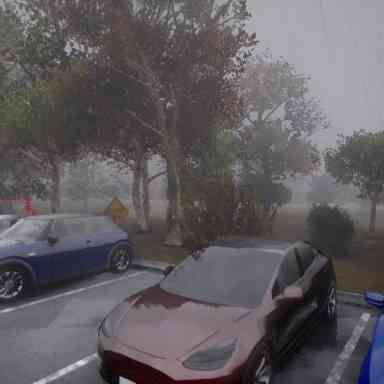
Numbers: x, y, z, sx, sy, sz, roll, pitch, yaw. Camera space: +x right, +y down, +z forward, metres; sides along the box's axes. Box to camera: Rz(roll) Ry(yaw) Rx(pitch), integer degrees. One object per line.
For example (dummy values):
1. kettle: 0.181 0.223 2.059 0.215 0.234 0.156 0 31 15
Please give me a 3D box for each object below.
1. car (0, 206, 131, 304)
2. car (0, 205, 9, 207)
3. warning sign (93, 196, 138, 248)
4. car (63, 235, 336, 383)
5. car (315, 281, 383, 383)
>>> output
1. car: -3.681 1.354 8.425 2.185 1.767 4.553 0 0 35
2. car: -10.499 1.477 13.256 2.097 1.535 5.008 0 0 36
3. warning sign: -2.985 1.116 13.003 1.060 1.860 1.300 -1 0 35
4. car: 0.817 1.509 5.141 2.163 1.488 4.792 0 0 36
5. car: 3.106 1.479 3.552 2.097 1.535 5.008 0 0 35
